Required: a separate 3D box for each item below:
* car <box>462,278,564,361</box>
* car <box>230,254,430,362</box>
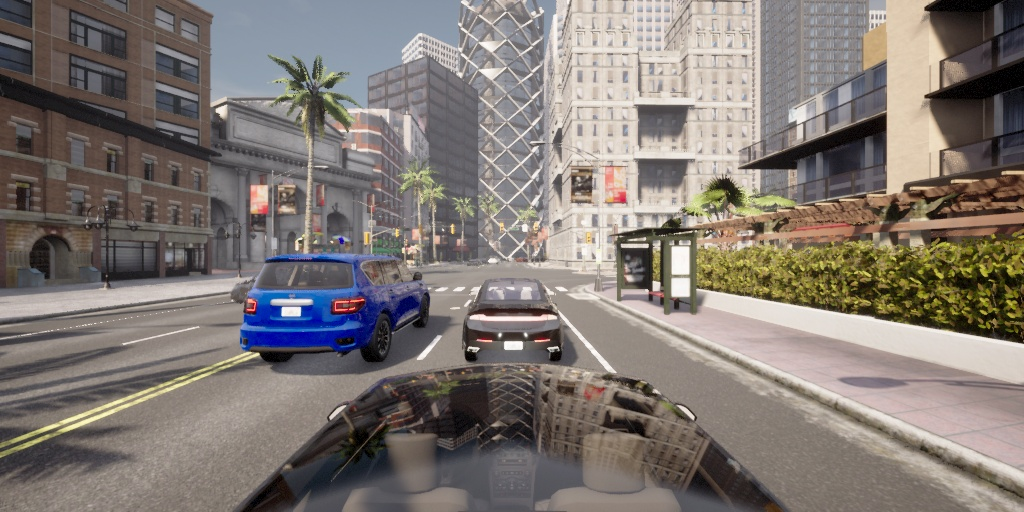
[{"bbox_3d":[0.014,1.242,8.246,2.128,1.511,4.902,0,0,0],"label":"car"},{"bbox_3d":[-3.487,0.971,8.333,2.150,2.045,5.566,0,0,0],"label":"car"}]
